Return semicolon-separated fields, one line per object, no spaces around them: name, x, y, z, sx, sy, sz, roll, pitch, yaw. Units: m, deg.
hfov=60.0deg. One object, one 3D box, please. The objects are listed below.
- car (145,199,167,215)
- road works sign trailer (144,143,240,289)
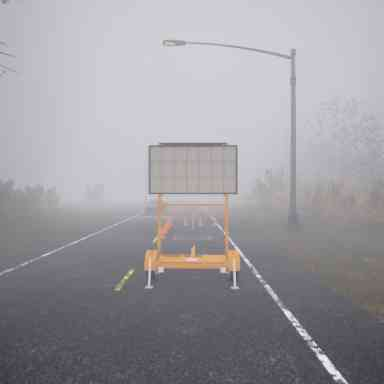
car;-3.583;1.463;33.600;1.882;1.535;5.008;0;0;0
road works sign trailer;0.031;0.460;9.138;2.380;3.560;2.880;0;0;1
